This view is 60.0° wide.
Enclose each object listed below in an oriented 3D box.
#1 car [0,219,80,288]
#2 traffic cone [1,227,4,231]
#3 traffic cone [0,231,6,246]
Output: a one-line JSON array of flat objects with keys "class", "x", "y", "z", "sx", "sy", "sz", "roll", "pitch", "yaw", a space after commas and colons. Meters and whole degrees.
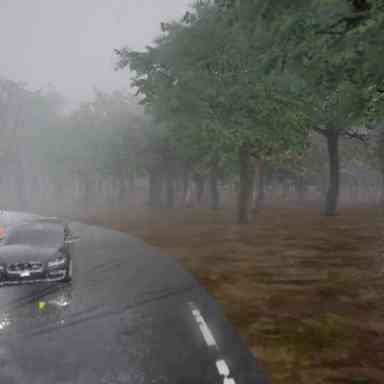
[{"class": "car", "x": -4.413, "y": 1.608, "z": 9.708, "sx": 1.837, "sy": 1.490, "sz": 4.892, "roll": 0, "pitch": -1, "yaw": -17}, {"class": "traffic cone", "x": -10.818, "y": 2.294, "z": 18.994, "sx": 0.340, "sy": 0.580, "sz": 0.340, "roll": -1, "pitch": -1, "yaw": -32}, {"class": "traffic cone", "x": -8.594, "y": 2.190, "z": 14.873, "sx": 0.340, "sy": 0.580, "sz": 0.340, "roll": -1, "pitch": -1, "yaw": -25}]
